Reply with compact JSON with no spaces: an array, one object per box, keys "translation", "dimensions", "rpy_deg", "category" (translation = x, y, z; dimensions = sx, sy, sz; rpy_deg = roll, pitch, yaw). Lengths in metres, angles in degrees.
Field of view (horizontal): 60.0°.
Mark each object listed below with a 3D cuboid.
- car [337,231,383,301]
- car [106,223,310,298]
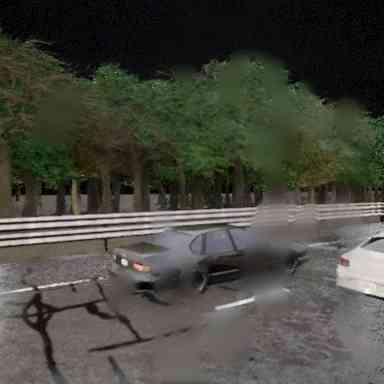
[{"translation":[5.029,1.488,7.166],"dimensions":[4.674,1.442,1.812],"rpy_deg":[0,0,-34],"category":"car"},{"translation":[0.649,1.518,8.430],"dimensions":[5.357,1.411,2.033],"rpy_deg":[0,0,-35],"category":"car"}]
